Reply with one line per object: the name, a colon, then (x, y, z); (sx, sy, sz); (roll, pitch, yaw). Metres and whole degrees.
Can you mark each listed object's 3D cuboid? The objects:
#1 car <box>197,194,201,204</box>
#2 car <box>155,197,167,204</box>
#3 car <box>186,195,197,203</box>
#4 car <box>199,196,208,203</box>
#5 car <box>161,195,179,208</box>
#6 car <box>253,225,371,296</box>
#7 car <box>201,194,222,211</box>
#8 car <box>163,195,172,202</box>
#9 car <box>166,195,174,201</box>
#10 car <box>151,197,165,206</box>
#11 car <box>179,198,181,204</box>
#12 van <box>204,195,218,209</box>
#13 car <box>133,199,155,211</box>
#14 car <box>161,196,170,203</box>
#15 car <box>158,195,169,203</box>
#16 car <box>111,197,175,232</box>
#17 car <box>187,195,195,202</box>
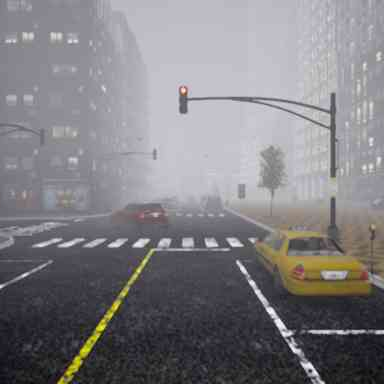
car: (2.544, 1.354, 62.900); (2.192, 1.841, 5.009); (0, 0, 0)
car: (-5.835, 1.583, 62.880); (1.887, 1.381, 4.507); (0, 0, 0)
car: (-0.157, 1.603, 69.980); (1.994, 1.385, 4.181); (0, 0, 0)
car: (2.520, 1.602, 73.953); (1.887, 1.381, 4.507); (0, 0, 0)
car: (-3.195, 1.493, 44.663); (1.882, 1.535, 5.008); (0, 0, 0)
car: (2.667, 1.525, 8.551); (1.752, 1.417, 4.829); (0, 0, 0)
car: (2.594, 1.327, 40.794); (2.192, 1.841, 5.009); (0, 0, 0)
car: (-5.873, 1.507, 79.461); (1.967, 1.590, 4.097); (0, 0, 0)
car: (-5.897, 1.613, 90.345); (1.752, 1.417, 4.829); (0, 0, 0)
car: (-5.823, 1.581, 57.354); (2.008, 1.369, 4.403); (0, 0, 0)
car: (-3.193, 1.543, 62.318); (1.837, 1.490, 4.892); (0, 0, 0)
van: (2.581, 1.358, 46.320); (1.690, 1.788, 3.998); (0, 0, 0)
car: (-5.785, 1.562, 40.775); (2.008, 1.369, 4.403); (0, 0, 0)
car: (-5.860, 1.639, 73.935); (1.802, 1.307, 4.206); (0, 0, 0)
car: (-5.848, 1.488, 68.408); (1.967, 1.590, 4.097); (0, 0, 0)
car: (-3.362, 1.402, 20.937); (2.097, 1.767, 4.553); (-1, 1, -36)
car: (-0.179, 1.459, 79.981); (1.882, 1.535, 5.008); (0, 0, 0)
